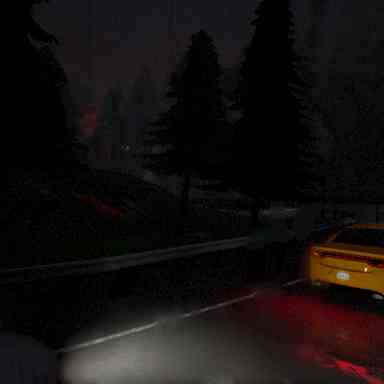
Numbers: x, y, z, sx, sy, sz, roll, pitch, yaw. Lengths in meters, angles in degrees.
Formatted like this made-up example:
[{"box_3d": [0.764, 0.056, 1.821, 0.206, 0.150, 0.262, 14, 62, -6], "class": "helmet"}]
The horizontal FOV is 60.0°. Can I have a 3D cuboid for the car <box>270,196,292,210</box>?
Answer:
[{"box_3d": [10.244, 1.564, 43.292, 4.181, 1.385, 1.994, 0, 0, 34], "class": "car"}]

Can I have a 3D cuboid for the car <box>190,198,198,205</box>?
[{"box_3d": [-1.269, 1.435, 55.451, 4.902, 1.511, 2.128, 0, 0, 35], "class": "car"}]

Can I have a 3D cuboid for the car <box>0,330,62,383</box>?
[{"box_3d": [-3.154, 1.526, 1.745, 4.674, 1.442, 1.812, 0, 0, -35], "class": "car"}]

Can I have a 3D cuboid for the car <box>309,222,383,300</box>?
[{"box_3d": [4.779, 1.478, 8.097, 5.008, 1.535, 1.882, 0, 0, -42], "class": "car"}]

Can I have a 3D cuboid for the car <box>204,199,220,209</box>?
[{"box_3d": [3.689, 1.556, 43.542, 4.181, 1.385, 1.994, 0, 0, 35], "class": "car"}]

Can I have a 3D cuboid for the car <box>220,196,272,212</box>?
[{"box_3d": [6.061, 1.508, 37.671, 4.892, 1.490, 1.837, -1, 0, 34], "class": "car"}]

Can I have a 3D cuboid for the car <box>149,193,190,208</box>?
[{"box_3d": [-3.613, 1.165, 52.817, 5.566, 2.045, 2.150, 0, 0, 35], "class": "car"}]
